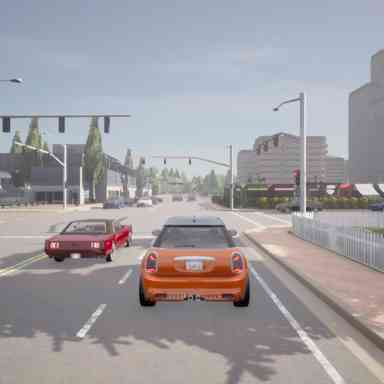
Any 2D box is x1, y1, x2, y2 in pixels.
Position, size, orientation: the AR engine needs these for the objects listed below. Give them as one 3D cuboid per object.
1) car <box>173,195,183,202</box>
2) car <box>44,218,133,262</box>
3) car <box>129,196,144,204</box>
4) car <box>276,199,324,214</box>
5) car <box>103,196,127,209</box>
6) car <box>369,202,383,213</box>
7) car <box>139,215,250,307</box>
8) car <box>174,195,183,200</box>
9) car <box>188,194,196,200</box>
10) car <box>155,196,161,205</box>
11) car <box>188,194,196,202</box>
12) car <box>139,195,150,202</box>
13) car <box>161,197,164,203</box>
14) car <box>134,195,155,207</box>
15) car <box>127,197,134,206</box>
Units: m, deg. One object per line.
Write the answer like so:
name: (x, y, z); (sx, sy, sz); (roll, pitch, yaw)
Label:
car: (-3.537, 1.512, 77.796); (1.812, 1.442, 4.674); (0, 0, 0)
car: (-3.422, 1.601, 12.037); (1.895, 1.301, 4.718); (0, 0, 0)
car: (-10.579, 1.563, 63.752); (1.994, 1.385, 4.181); (0, 0, 1)
car: (11.255, 1.491, 34.804); (4.902, 1.511, 2.128); (0, 0, -1)
car: (-10.615, 1.351, 45.169); (2.097, 1.767, 4.553); (0, 0, 0)
car: (21.363, 1.477, 35.058); (5.008, 1.535, 1.882); (0, 0, -2)
car: (0.060, 1.352, 8.143); (2.097, 1.767, 4.553); (0, 0, 0)
car: (-3.541, 1.424, 87.751); (1.994, 1.385, 4.181); (0, 0, 0)
car: (-0.041, 1.396, 87.754); (2.128, 1.511, 4.902); (0, 0, 0)
car: (-7.100, 1.504, 59.309); (1.837, 1.490, 4.892); (0, 0, 0)
car: (-0.037, 1.530, 77.479); (2.033, 1.411, 5.357); (0, 0, 0)
car: (-10.535, 1.499, 73.986); (1.837, 1.490, 4.892); (0, 0, 0)
car: (-7.033, 1.594, 69.388); (1.895, 1.301, 4.718); (0, 0, 0)
car: (-7.109, 1.525, 50.203); (1.812, 1.442, 4.674); (0, 0, 0)
car: (-10.616, 1.563, 53.780); (1.994, 1.385, 4.181); (0, 0, 0)
